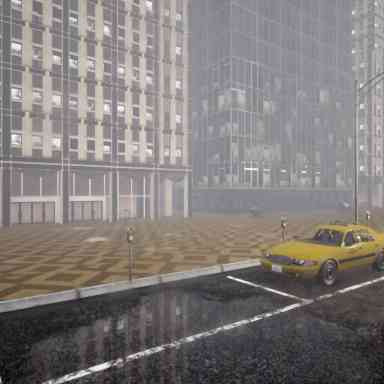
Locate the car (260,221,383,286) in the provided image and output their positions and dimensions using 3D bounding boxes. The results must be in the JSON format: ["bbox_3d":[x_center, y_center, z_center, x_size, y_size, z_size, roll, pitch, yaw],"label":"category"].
[{"bbox_3d":[4.002,1.526,9.431,4.829,1.417,1.752,0,0,-36],"label":"car"}]
